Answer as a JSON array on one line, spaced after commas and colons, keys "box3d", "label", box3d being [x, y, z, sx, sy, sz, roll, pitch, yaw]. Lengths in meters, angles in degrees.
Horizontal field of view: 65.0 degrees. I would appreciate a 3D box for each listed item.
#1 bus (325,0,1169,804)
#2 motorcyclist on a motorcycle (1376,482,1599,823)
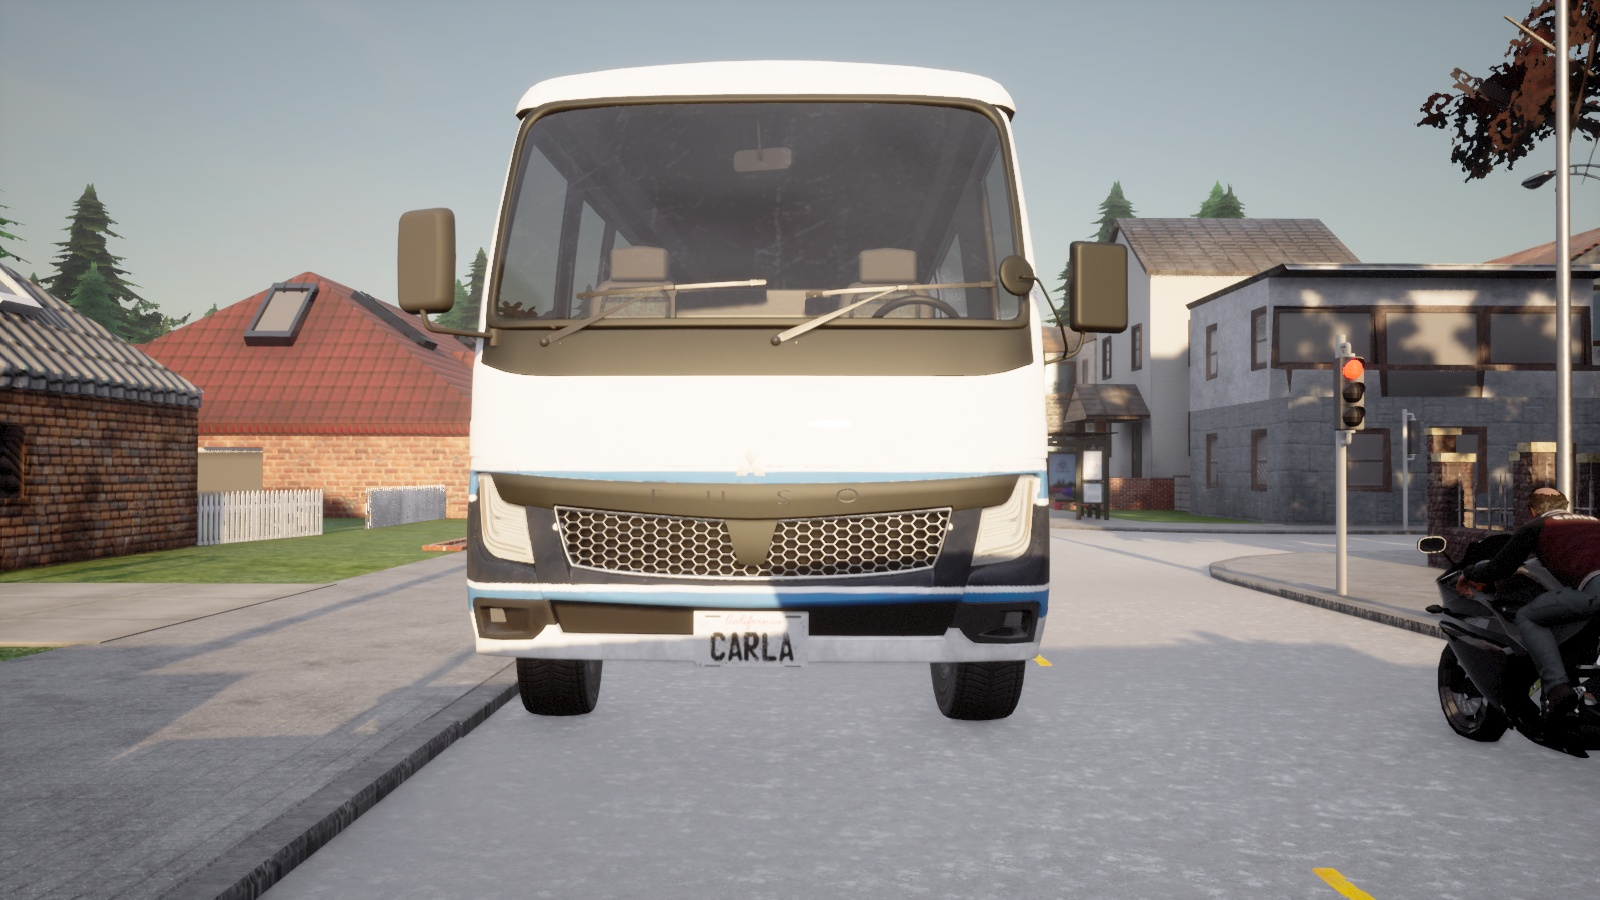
[{"box3d": [-0.098, -0.377, 11.037, 3.944, 4.253, 10.273, 0, -1, 2], "label": "bus"}, {"box3d": [4.037, 0.945, 6.681, 0.866, 1.530, 2.191, 0, -1, -2], "label": "motorcyclist on a motorcycle"}]
